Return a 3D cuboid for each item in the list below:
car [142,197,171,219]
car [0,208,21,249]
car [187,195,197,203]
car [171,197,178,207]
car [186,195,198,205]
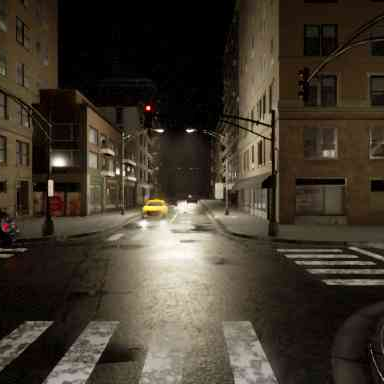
[{"bbox_3d":[-3.130,1.465,28.878,1.882,1.535,5.008,0,0,0],"label":"car"},{"bbox_3d":[-8.992,1.337,12.360,4.553,1.767,2.097,0,0,-15],"label":"car"},{"bbox_3d":[0.017,1.446,69.629,2.128,1.511,4.902,0,0,0],"label":"car"},{"bbox_3d":[-3.129,1.517,50.626,2.033,1.411,5.357,0,0,0],"label":"car"},{"bbox_3d":[0.031,1.454,59.266,2.128,1.511,4.902,0,0,0],"label":"car"}]
